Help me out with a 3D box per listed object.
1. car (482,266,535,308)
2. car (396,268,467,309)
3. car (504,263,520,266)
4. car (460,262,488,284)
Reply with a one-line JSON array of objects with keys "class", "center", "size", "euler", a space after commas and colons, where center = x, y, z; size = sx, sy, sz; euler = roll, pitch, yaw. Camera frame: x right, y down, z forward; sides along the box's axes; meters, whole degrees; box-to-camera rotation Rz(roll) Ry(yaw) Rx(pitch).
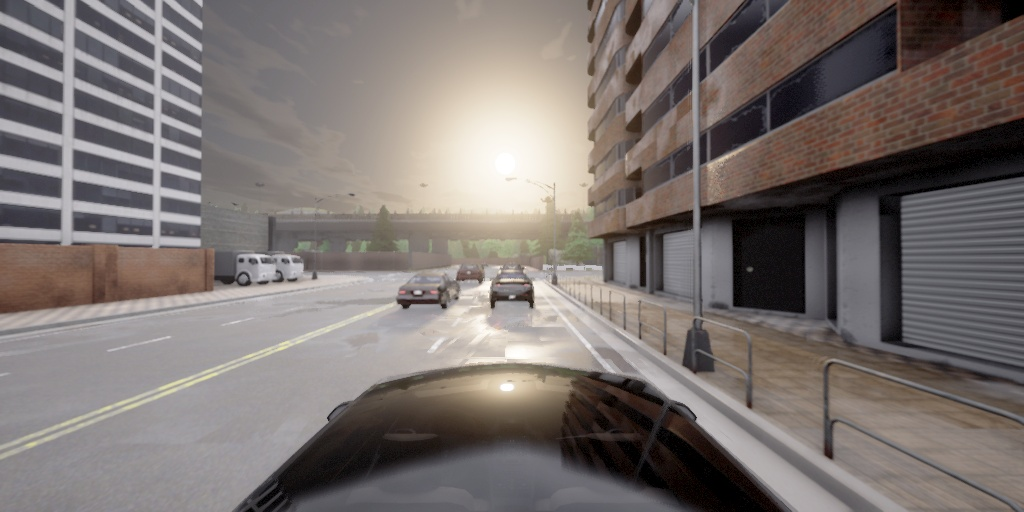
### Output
[{"class": "car", "center": [0.008, 1.382, 16.146], "size": [2.128, 1.511, 4.902], "euler": [0, 0, 0]}, {"class": "car", "center": [-3.495, 1.434, 15.838], "size": [2.033, 1.411, 5.357], "euler": [0, -1, 0]}, {"class": "car", "center": [0.020, 1.382, 30.931], "size": [2.097, 1.767, 4.553], "euler": [0, -1, 0]}, {"class": "car", "center": [-3.501, 1.382, 30.935], "size": [2.097, 1.767, 4.553], "euler": [0, -1, 0]}]
